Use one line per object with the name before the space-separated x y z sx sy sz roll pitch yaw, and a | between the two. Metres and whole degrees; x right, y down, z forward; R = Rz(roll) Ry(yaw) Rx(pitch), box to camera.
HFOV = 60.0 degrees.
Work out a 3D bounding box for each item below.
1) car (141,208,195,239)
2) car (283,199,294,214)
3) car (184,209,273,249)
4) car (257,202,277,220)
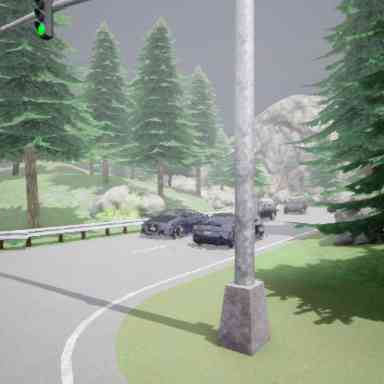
car | -0.748 1.579 17.640 1.994 1.385 4.181 0 0 35
car | 10.839 1.521 34.608 1.837 1.490 4.892 0 0 27
car | 1.792 1.641 14.996 1.994 1.385 4.181 0 -1 35
car | 4.974 1.507 25.774 2.128 1.511 4.902 0 0 35
